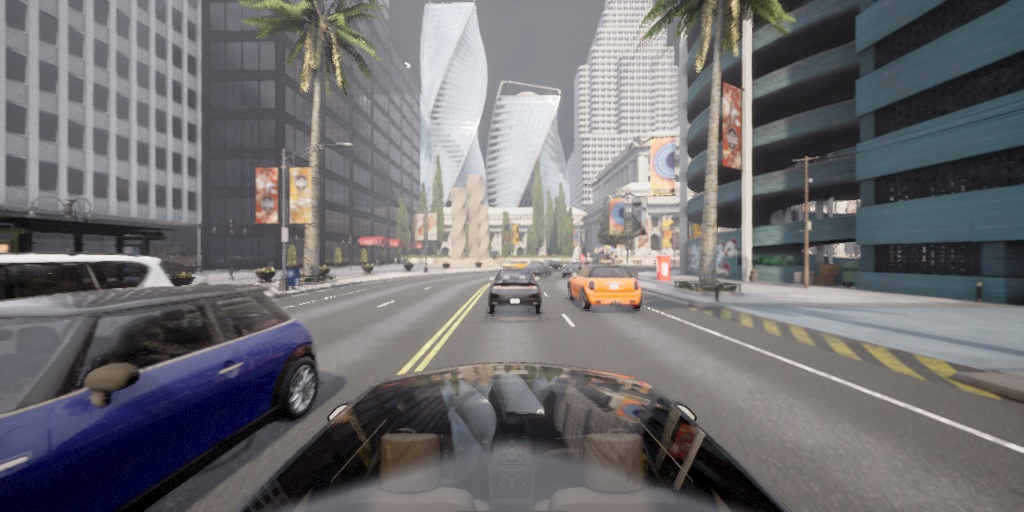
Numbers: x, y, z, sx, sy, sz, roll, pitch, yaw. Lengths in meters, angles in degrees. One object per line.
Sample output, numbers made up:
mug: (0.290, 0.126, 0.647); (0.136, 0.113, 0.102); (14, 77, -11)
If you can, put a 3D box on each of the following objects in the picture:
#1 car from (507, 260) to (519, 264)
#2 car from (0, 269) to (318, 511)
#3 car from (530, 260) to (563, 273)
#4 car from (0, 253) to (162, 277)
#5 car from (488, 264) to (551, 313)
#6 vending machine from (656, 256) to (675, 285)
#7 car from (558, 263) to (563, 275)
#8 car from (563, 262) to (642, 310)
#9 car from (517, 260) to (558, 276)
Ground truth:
car: (0.588, 1.229, 45.612); (1.882, 1.535, 5.008); (0, 0, 34)
car: (-3.590, 1.102, 2.783); (2.097, 1.767, 4.553); (0, 0, 0)
car: (4.402, 1.229, 45.023); (1.882, 1.535, 5.008); (0, 0, 37)
car: (-7.096, 0.972, 4.249); (2.150, 2.045, 5.566); (0, 0, 0)
car: (0.099, 1.242, 13.995); (2.128, 1.511, 4.902); (0, 0, 0)
vending machine: (11.742, 0.946, 27.804); (1.100, 2.100, 0.880); (0, 0, 15)
car: (6.168, 1.299, 33.948); (2.033, 1.411, 5.357); (0, 0, 23)
car: (3.601, 1.102, 14.727); (2.097, 1.767, 4.553); (0, 0, 0)
car: (2.512, 1.299, 34.052); (2.033, 1.411, 5.357); (0, 0, 20)
